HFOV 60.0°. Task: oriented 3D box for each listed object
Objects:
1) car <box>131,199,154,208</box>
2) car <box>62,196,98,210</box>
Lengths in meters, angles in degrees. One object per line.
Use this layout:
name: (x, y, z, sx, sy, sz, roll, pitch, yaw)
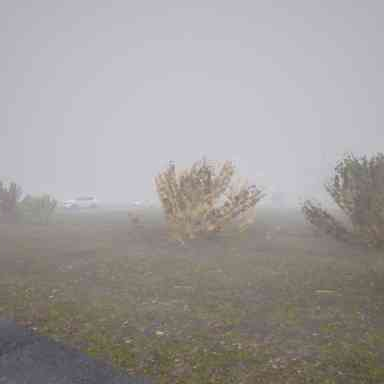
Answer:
car: (-8.730, 2.060, 59.446, 1.812, 1.442, 4.674, -1, -1, 36)
car: (-16.413, 1.615, 48.850, 2.150, 2.045, 5.566, -1, -2, 36)
